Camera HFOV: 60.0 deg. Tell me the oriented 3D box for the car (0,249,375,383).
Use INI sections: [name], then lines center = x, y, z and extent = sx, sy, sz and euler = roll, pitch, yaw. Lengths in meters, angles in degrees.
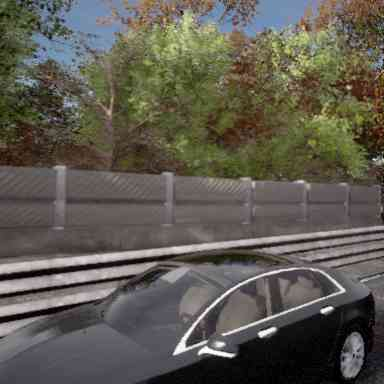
[car]
center = 0.250, 1.527, 3.860
extent = 4.892, 1.490, 1.837
euler = 1, 0, -35
